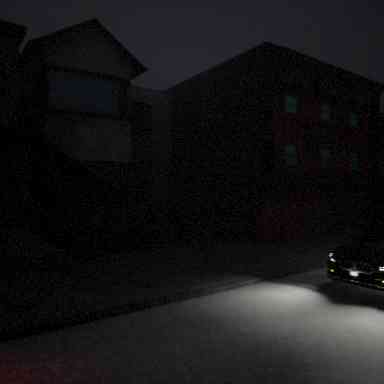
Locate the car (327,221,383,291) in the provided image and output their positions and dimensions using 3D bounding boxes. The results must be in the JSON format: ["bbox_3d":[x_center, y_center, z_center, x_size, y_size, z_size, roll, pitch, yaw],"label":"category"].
[{"bbox_3d":[5.408,1.488,8.448,4.892,1.490,1.837,0,0,-35],"label":"car"}]
